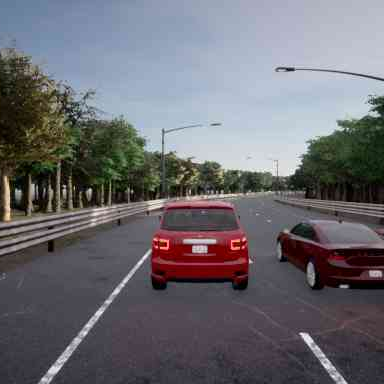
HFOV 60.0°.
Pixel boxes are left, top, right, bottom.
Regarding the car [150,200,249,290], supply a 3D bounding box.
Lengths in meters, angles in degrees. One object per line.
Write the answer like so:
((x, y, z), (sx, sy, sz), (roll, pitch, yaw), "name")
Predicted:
((0.207, 1.223, 9.237), (2.150, 2.045, 5.566), (0, 0, 1), "car")

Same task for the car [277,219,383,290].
((3.713, 1.479, 9.113), (1.882, 1.535, 5.008), (0, 0, 1), "car")

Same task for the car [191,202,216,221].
((1.031, 1.569, 28.223), (1.994, 1.385, 4.181), (0, 0, 4), "car")
